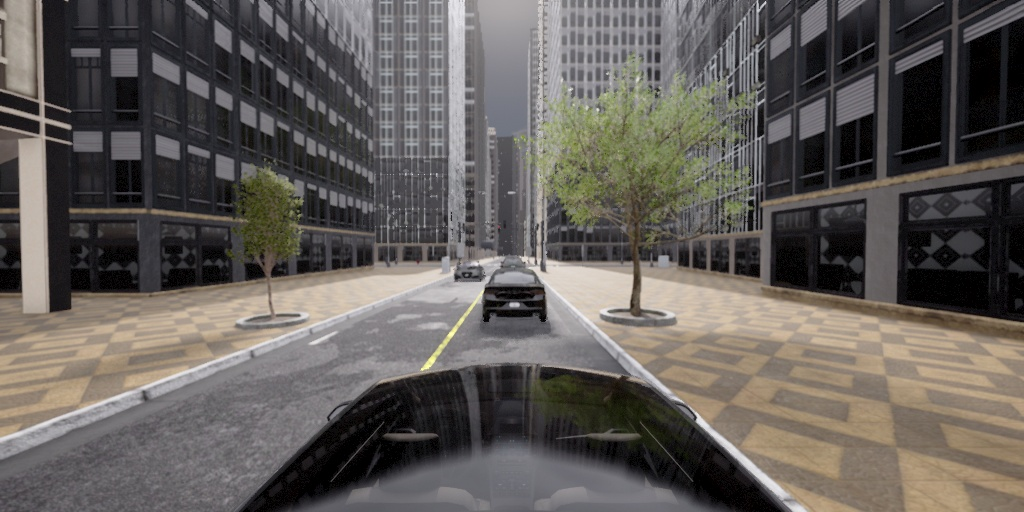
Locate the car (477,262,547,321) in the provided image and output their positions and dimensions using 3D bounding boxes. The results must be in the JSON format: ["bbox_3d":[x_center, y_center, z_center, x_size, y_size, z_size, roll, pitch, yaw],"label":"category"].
[{"bbox_3d":[0.082,1.136,12.119,1.882,1.535,5.008,0,1,0],"label":"car"}]

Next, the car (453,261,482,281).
[{"bbox_3d":[-3.094,1.100,26.654,1.994,1.385,4.181,0,0,0],"label":"car"}]

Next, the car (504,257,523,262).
[{"bbox_3d":[0.089,0.864,29.528,2.097,1.767,4.553,0,0,0],"label":"car"}]
